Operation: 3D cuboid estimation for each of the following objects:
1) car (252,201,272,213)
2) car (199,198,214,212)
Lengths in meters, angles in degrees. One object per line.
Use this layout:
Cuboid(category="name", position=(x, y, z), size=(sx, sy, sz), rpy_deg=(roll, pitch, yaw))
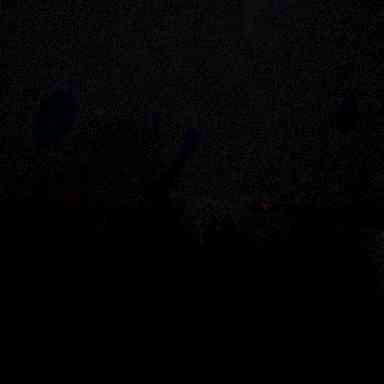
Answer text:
Cuboid(category="car", position=(8.999, 1.887, 43.211), size=(2.128, 1.511, 4.902), rpy_deg=(0, 0, -1))
Cuboid(category="car", position=(1.932, 1.924, 45.362), size=(1.837, 1.490, 4.892), rpy_deg=(0, 0, -1))
